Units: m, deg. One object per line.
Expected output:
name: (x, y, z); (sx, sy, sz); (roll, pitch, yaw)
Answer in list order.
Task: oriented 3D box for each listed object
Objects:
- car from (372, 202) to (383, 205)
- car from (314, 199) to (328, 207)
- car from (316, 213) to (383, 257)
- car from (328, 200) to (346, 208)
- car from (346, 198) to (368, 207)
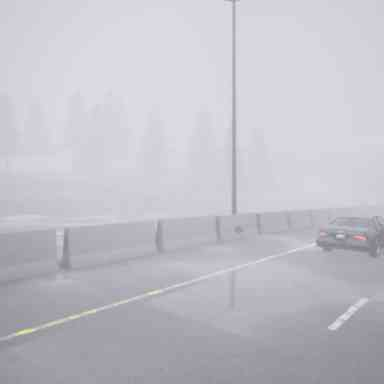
car: (34.811, 2.491, 61.722); (1.994, 1.385, 4.181); (1, -1, 41)
car: (26.876, 2.282, 68.595); (1.837, 1.490, 4.892); (1, -1, 41)
car: (6.660, 1.566, 13.142); (2.033, 1.411, 5.357); (1, 0, 41)
car: (29.521, 2.359, 66.304); (2.128, 1.511, 4.902); (1, -1, 41)
car: (32.156, 2.110, 63.994); (2.150, 2.045, 5.566); (1, -1, 41)
